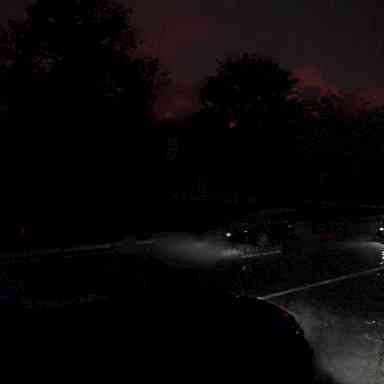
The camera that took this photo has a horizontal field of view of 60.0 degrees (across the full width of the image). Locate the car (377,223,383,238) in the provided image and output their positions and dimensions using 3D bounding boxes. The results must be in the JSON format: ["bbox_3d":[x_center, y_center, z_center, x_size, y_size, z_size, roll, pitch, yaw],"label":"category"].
[{"bbox_3d":[10.747,1.486,15.253,5.357,1.411,2.033,0,0,-33],"label":"car"}]

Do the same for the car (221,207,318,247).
[{"bbox_3d":[3.510,1.467,14.730,4.892,1.490,1.837,0,0,-33],"label":"car"}]

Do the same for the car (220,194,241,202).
[{"bbox_3d":[7.602,1.176,66.737,1.837,1.490,4.892,0,1,-35],"label":"car"}]

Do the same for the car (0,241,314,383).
[{"bbox_3d":[-0.879,1.521,3.034,4.674,1.442,1.812,0,0,-35],"label":"car"}]
